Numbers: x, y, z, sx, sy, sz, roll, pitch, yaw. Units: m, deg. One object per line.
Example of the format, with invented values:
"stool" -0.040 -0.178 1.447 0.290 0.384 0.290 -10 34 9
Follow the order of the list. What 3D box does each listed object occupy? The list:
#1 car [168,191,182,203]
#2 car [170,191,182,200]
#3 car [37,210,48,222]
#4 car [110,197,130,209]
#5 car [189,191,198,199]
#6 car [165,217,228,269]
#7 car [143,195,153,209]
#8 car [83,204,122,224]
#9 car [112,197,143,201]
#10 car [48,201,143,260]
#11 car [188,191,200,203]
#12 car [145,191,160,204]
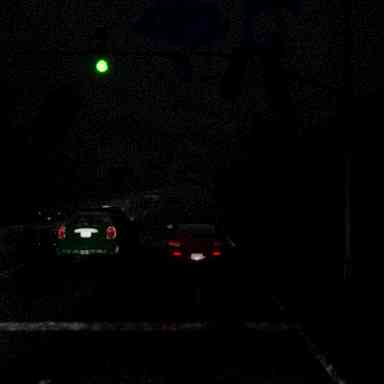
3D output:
"car" -3.171 1.100 58.039 1.882 1.535 5.008 0 3 0
"car" -3.229 0.623 68.149 2.128 1.511 4.902 0 3 0
"car" -10.512 1.654 26.723 1.895 1.301 4.718 0 0 1
"car" -10.393 1.518 48.263 1.837 1.490 4.892 0 2 1
"car" 0.273 0.611 68.374 1.837 1.490 4.892 0 3 0
"car" 0.138 1.548 11.166 1.812 1.442 4.674 0 0 0
"car" -6.914 1.562 45.829 1.837 1.490 4.892 0 1 0
"car" -7.002 1.654 26.577 1.895 1.301 4.718 0 0 0
"car" -6.963 1.562 35.738 2.128 1.511 4.902 0 0 0
"car" -3.357 1.376 12.685 2.097 1.767 4.553 0 0 0
"car" 0.329 0.961 58.295 2.097 1.767 4.553 0 3 0
"car" -6.813 0.885 57.262 2.150 2.045 5.566 0 3 0
